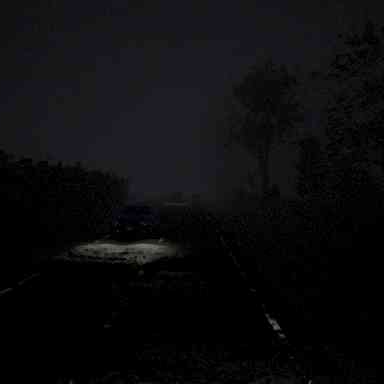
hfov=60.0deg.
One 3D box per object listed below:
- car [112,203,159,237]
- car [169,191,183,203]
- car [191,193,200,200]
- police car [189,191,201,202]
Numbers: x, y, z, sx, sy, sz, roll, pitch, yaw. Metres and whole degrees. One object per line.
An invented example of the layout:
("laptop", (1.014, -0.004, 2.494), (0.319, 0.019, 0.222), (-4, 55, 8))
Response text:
("car", (-2.854, 1.366, 17.574), (1.882, 1.535, 5.008), (0, 0, 0))
("car", (-2.804, 0.884, 59.216), (2.150, 2.045, 5.566), (0, 0, 1))
("car", (0.801, 1.103, 75.839), (1.837, 1.490, 4.892), (0, 0, 0))
("police car", (0.805, 1.063, 65.949), (1.930, 1.638, 5.238), (0, 0, 0))
